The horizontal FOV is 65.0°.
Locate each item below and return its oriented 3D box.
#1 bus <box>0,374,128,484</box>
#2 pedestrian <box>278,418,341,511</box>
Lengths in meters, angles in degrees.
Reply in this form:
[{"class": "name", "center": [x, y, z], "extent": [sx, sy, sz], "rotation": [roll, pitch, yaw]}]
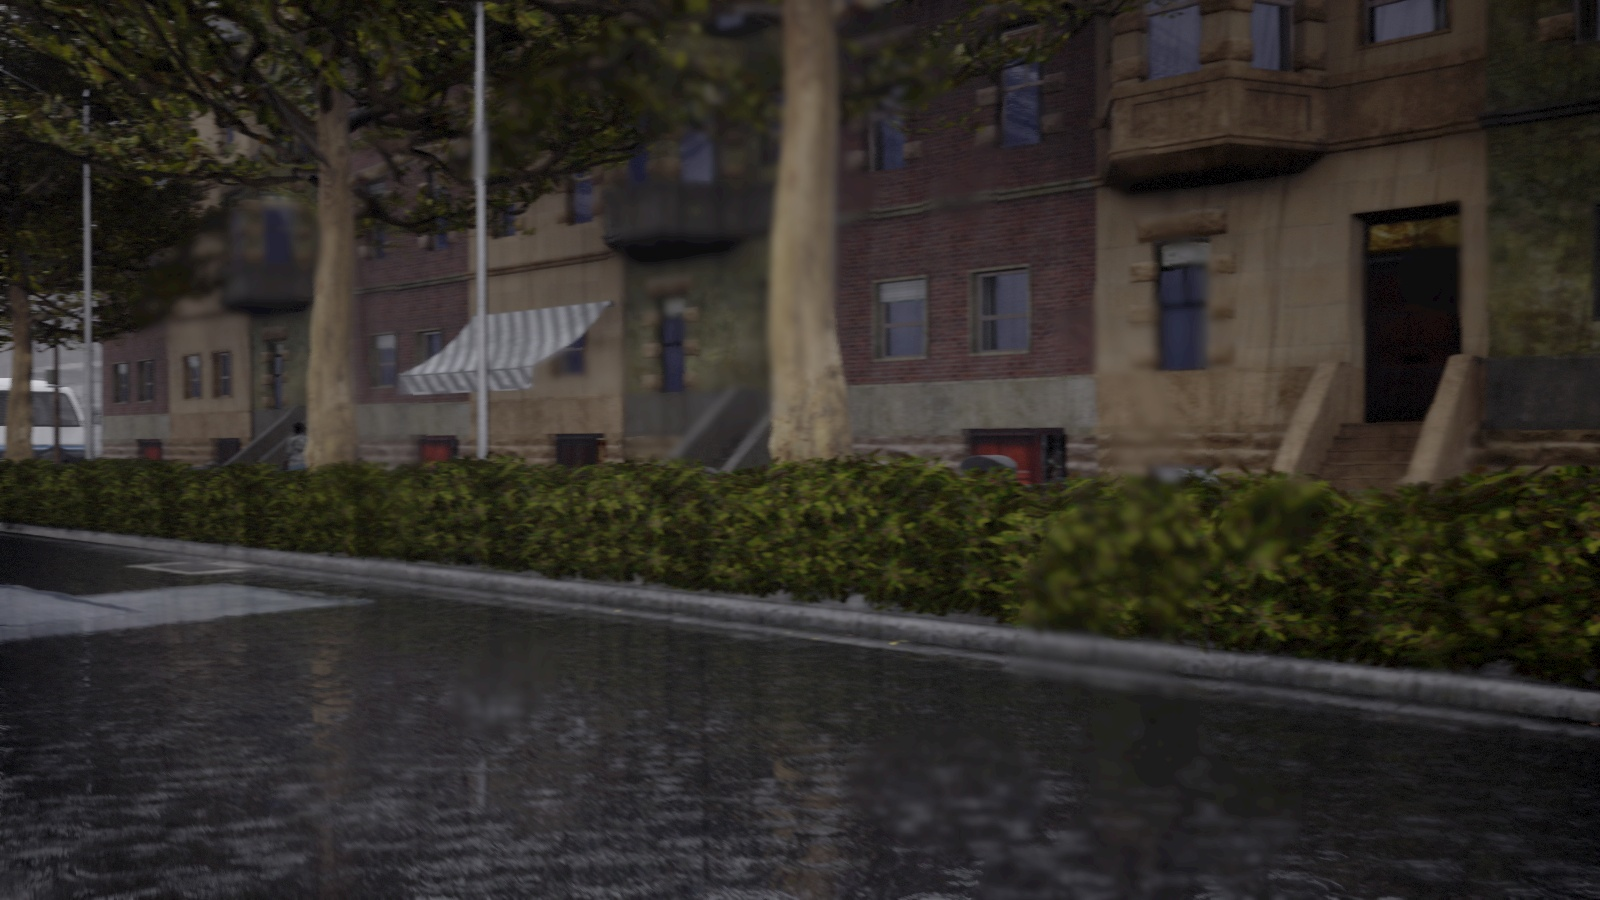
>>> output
[{"class": "bus", "center": [-32.821, -0.822, 49.660], "extent": [3.944, 4.253, 10.273], "rotation": [0, 0, 41]}, {"class": "pedestrian", "center": [-10.001, 0.284, 25.623], "extent": [0.900, 1.855, 0.874], "rotation": [0, 0, 41]}]
